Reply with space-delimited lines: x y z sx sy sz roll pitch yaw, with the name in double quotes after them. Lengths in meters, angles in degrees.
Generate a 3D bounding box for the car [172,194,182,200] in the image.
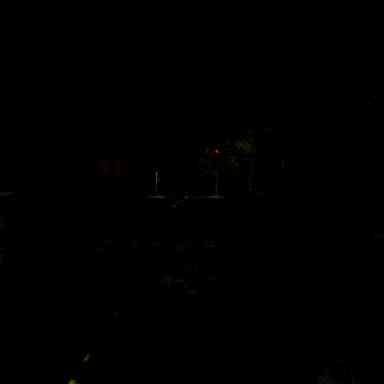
-3.064 1.042 70.459 1.994 1.385 4.181 0 0 0 "car"
